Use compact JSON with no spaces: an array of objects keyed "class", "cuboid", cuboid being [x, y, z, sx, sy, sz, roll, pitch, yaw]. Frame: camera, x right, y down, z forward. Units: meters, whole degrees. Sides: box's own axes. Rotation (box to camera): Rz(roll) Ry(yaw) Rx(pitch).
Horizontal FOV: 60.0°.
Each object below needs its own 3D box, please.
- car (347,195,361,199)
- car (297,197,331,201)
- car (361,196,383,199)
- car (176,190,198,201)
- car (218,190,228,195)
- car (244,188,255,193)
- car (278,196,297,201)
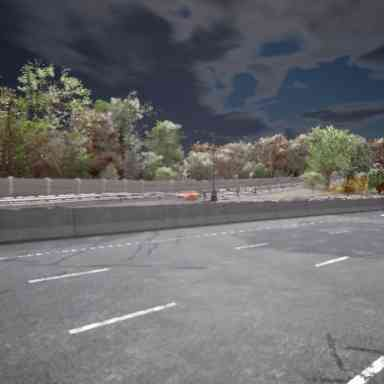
[{"class":"car","cuboid":[26.812,1.286,54.329,5.008,1.535,1.882,0,0,-39]},{"class":"car","cuboid":[15.421,1.325,40.331,4.902,1.511,2.128,0,0,-40]},{"class":"car","cuboid":[28.669,1.323,51.338,4.902,1.511,2.128,0,0,-39]},{"class":"car","cuboid":[-0.786,0.484,52.799,2.097,1.767,4.553,0,1,27]},{"class":"car","cuboid":[6.334,0.379,66.799,1.994,1.385,4.181,0,2,28]},{"class":"car","cuboid":[13.815,-0.218,80.132,2.128,1.511,4.902,0,3,31]},{"class":"car","cuboid":[12.754,1.288,42.662,5.008,1.535,1.882,0,0,-40]}]
